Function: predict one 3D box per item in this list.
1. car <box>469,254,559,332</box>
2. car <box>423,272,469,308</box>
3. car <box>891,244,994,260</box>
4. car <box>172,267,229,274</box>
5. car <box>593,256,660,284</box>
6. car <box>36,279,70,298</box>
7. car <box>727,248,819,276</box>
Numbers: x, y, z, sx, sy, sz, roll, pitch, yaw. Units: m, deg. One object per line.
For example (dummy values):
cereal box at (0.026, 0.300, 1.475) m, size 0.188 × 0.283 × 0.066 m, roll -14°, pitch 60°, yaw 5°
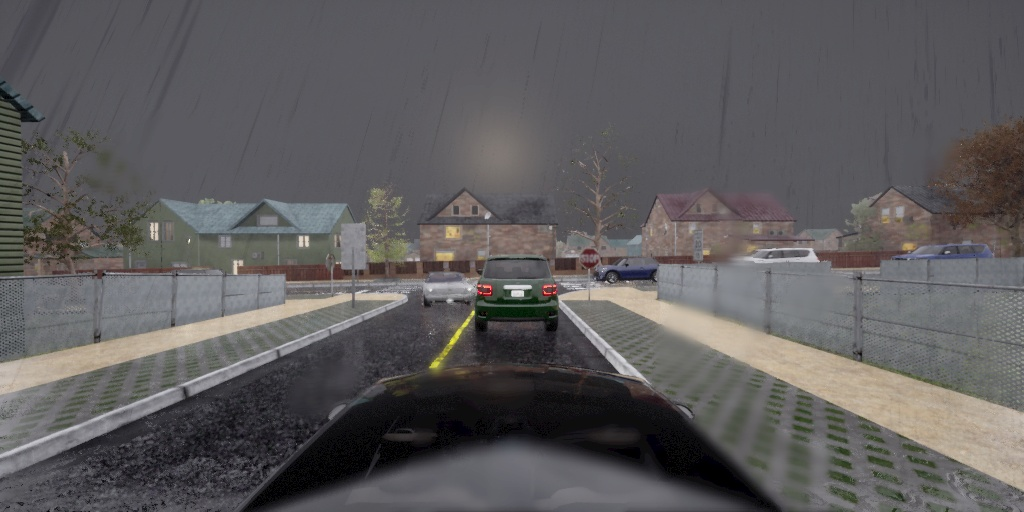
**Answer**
car at (0.081, 0.972, 11.057) m, size 2.150 × 2.045 × 5.566 m, roll 0°, pitch 0°, yaw -1°
car at (-2.842, 1.355, 15.514) m, size 1.895 × 1.301 × 4.718 m, roll 0°, pitch 0°, yaw -15°
car at (28.955, 0.226, 24.268) m, size 5.566 × 2.045 × 2.150 m, roll -1°, pitch 1°, yaw 0°
car at (-17.983, 1.505, 21.335) m, size 4.553 × 1.767 × 2.097 m, roll -1°, pitch 1°, yaw 0°
car at (7.766, 0.858, 24.054) m, size 4.553 × 1.767 × 2.097 m, roll -1°, pitch 1°, yaw -3°
car at (-29.191, 1.984, 21.344) m, size 4.181 × 1.385 × 1.994 m, roll -1°, pitch 1°, yaw 0°
car at (17.534, 0.496, 24.275) m, size 5.566 × 2.045 × 2.150 m, roll -1°, pitch 1°, yaw 0°
